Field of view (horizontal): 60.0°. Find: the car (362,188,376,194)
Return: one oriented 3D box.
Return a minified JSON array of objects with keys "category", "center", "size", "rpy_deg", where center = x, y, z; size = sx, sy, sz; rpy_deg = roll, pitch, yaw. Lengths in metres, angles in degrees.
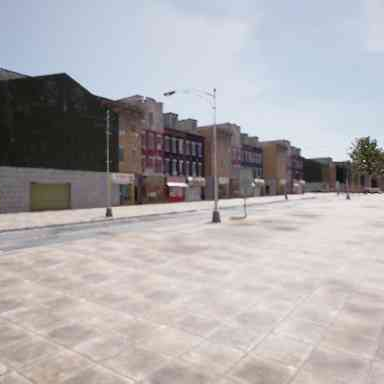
[{"category":"car","center":[41.710,-0.279,78.866],"size":[1.837,1.490,4.892],"rpy_deg":[-1,0,36]}]
